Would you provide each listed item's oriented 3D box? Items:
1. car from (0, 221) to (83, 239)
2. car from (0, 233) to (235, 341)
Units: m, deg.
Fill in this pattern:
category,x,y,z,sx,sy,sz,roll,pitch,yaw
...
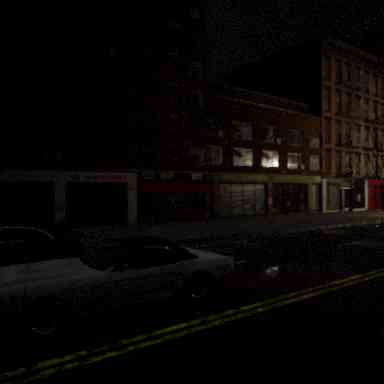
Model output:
category,x,y,z,sx,sy,sz,roll,pitch,yaw
car,-5.064,1.492,8.057,4.902,1.511,2.128,0,0,-35
car,-1.477,1.601,6.623,4.718,1.301,1.895,0,0,-35
